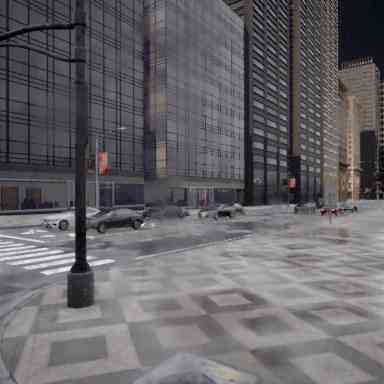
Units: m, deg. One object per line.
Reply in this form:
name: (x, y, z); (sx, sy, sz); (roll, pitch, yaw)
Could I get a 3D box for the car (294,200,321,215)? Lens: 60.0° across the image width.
car: (14.807, 2.110, 43.204); (1.837, 1.490, 4.892); (0, -1, 36)

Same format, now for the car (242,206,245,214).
car: (4.823, 2.050, 40.700); (1.812, 1.442, 4.674); (0, -1, 36)

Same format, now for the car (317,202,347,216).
car: (17.464, 2.194, 41.330); (1.895, 1.301, 4.718); (0, -1, 36)

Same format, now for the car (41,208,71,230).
car: (-7.947, 1.757, 23.013); (1.812, 1.442, 4.674); (0, -1, 37)

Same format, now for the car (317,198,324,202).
car: (20.709, 1.963, 51.474); (2.150, 2.045, 5.566); (0, -1, 36)

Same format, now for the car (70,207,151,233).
car: (-5.083, 1.749, 21.404); (1.812, 1.442, 4.674); (0, -1, 35)

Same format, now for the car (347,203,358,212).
car: (23.327, 2.276, 49.546); (2.033, 1.411, 5.357); (0, -1, 36)

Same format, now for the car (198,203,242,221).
car: (2.462, 1.889, 31.887); (2.128, 1.511, 4.902); (0, -1, 36)

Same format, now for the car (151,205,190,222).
car: (-2.336, 1.907, 30.785); (2.033, 1.411, 5.357); (0, -1, 36)
